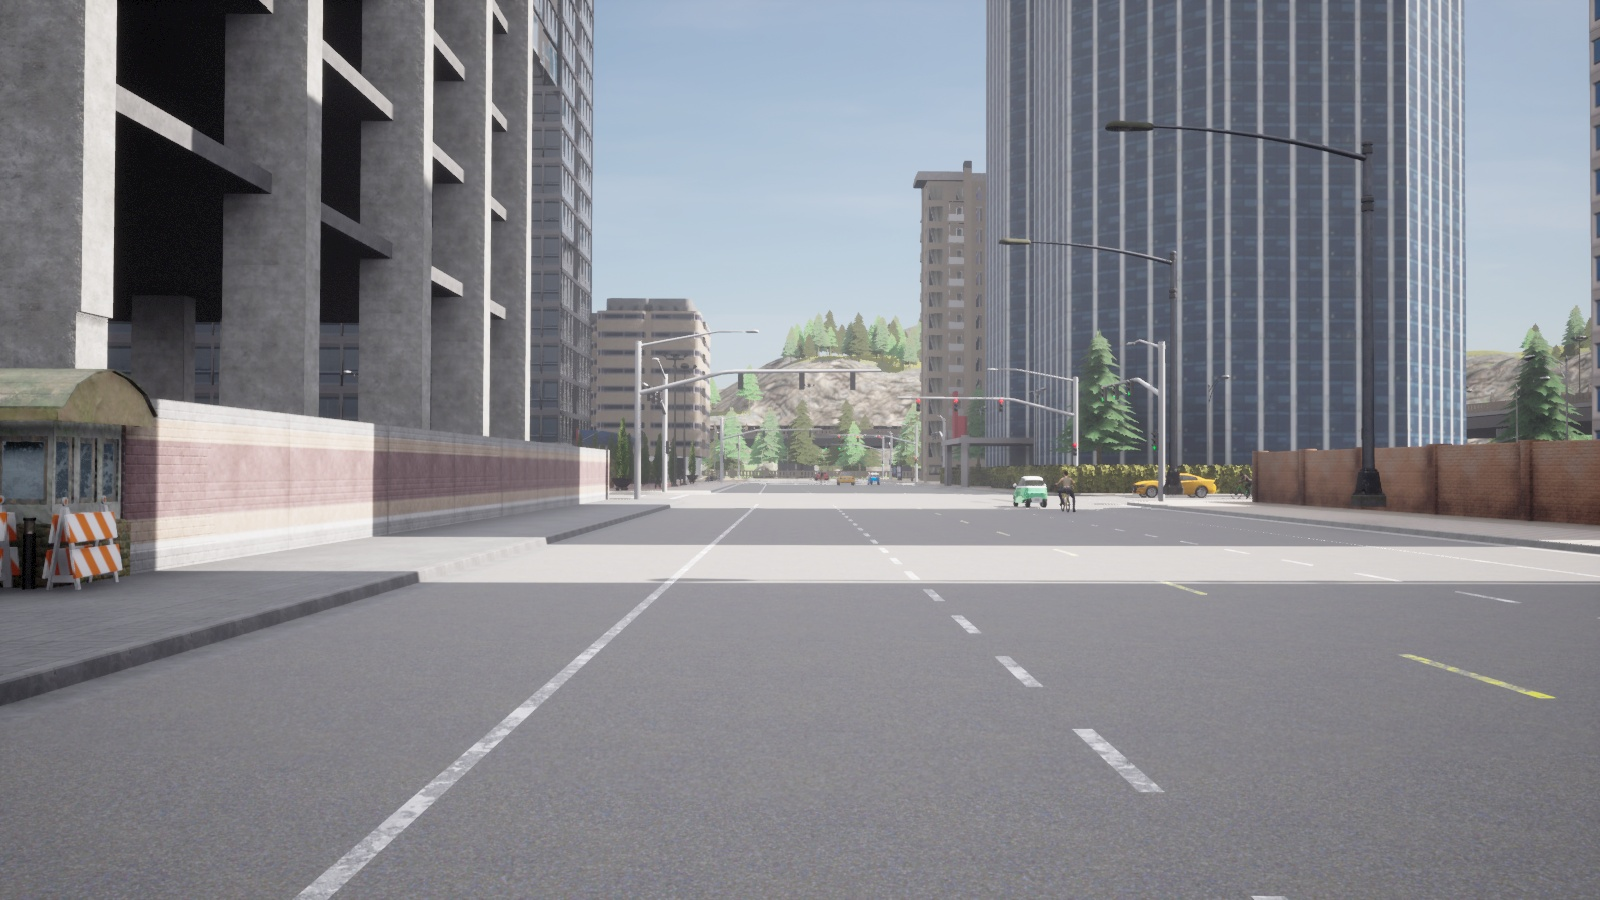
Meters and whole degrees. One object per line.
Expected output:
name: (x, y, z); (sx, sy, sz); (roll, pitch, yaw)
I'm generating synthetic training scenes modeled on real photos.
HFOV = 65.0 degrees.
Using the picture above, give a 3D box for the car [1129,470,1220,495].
car: (23.108, 2.000, 77.605); (5.008, 1.535, 1.882); (0, -1, -1)

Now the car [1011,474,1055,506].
car: (10.301, 1.760, 55.640); (1.481, 1.376, 2.207); (0, -1, -1)
